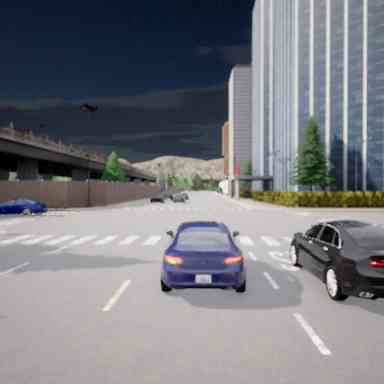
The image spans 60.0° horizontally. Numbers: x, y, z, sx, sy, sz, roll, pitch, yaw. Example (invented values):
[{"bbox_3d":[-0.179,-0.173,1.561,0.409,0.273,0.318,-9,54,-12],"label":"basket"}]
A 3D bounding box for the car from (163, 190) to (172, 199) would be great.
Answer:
[{"bbox_3d":[-5.054,0.660,68.942,2.150,2.045,5.566,0,1,2],"label":"car"}]

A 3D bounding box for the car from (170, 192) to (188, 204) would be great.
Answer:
[{"bbox_3d":[-2.049,1.064,53.962,1.837,1.490,4.892,0,1,2],"label":"car"}]

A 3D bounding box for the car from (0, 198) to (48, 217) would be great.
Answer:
[{"bbox_3d":[-15.073,1.289,28.739,5.008,1.535,1.882,0,0,5],"label":"car"}]

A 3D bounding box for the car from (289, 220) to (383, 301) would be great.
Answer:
[{"bbox_3d":[3.779,1.440,8.112,1.837,1.490,4.892,0,0,2],"label":"car"}]

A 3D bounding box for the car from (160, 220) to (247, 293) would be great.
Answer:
[{"bbox_3d":[0.283,1.455,8.571,1.812,1.442,4.674,0,0,2],"label":"car"}]

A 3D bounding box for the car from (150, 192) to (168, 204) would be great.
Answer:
[{"bbox_3d":[-5.556,1.159,53.825,1.895,1.301,4.718,0,0,2],"label":"car"}]
